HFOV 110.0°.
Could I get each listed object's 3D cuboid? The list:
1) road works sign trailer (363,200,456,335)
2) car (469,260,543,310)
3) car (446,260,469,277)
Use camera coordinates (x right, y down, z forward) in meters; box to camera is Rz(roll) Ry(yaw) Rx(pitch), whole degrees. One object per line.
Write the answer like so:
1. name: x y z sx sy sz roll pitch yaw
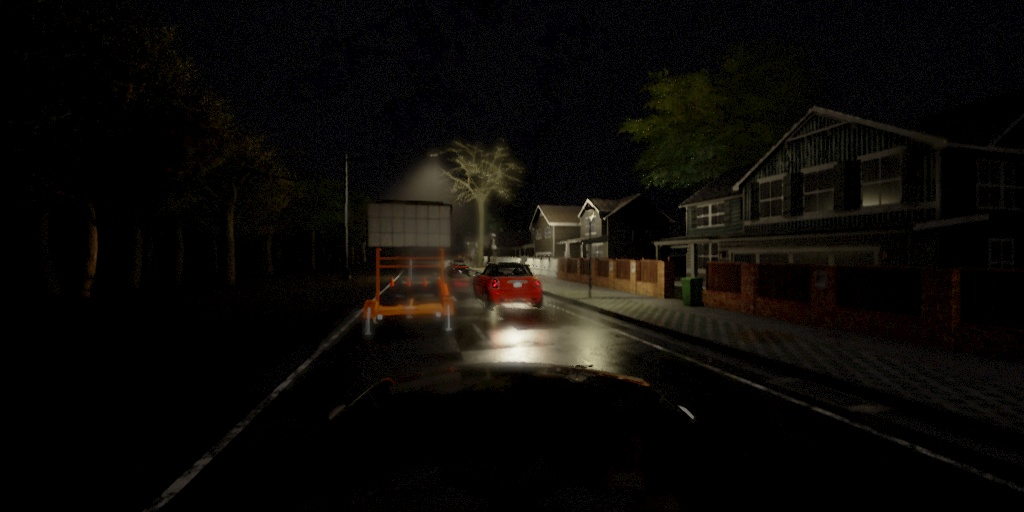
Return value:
1. road works sign trailer: -2.985 0.180 10.615 2.380 3.560 2.880 0 0 -14
2. car: -0.329 1.047 14.781 2.097 1.767 4.553 0 0 -14
3. car: -5.070 1.134 33.552 1.837 1.490 4.892 0 0 -14
